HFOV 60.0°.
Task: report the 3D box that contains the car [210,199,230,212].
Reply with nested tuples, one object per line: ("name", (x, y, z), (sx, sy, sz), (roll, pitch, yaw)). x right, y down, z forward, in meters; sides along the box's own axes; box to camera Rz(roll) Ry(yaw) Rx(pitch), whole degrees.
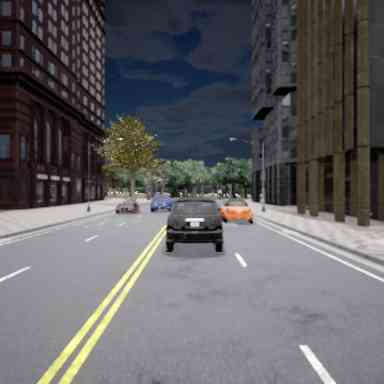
("car", (3.289, 1.565, 40.096), (2.033, 1.411, 5.357), (0, 0, 1))

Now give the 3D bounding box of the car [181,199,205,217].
("car", (0.090, 1.506, 32.607), (2.128, 1.511, 4.902), (0, 0, 0))

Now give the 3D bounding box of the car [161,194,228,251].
("car", (0.096, 1.228, 14.262), (2.150, 2.045, 5.566), (0, 0, 0))

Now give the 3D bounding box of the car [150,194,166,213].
("car", (-3.356, 1.236, 37.333), (2.150, 2.045, 5.566), (0, 0, 0))

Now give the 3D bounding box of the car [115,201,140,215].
("car", (-6.601, 1.578, 34.571), (1.994, 1.385, 4.181), (0, 0, 0))

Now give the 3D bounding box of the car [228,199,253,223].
("car", (3.304, 1.364, 25.499), (2.097, 1.767, 4.553), (0, 0, 0))
